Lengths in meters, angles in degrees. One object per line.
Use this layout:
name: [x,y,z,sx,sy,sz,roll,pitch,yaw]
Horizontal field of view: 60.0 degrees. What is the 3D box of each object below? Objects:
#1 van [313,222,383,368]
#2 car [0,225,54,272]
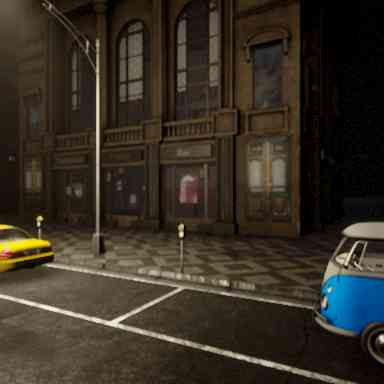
van: [3.784,1.344,4.254,3.998,1.788,1.690,0,0,29]
car: [-6.188,1.533,9.793,4.829,1.417,1.752,0,0,29]
